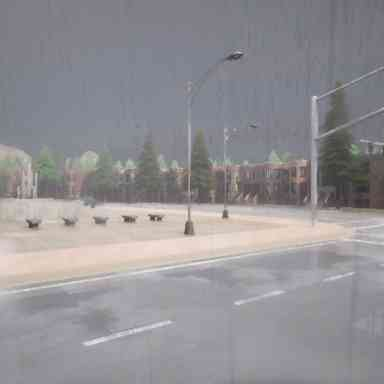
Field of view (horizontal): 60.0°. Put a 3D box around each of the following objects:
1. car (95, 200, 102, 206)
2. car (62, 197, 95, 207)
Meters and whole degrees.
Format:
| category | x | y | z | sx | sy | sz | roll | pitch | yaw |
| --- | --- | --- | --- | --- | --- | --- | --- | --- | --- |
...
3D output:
| category | x | y | z | sx | sy | sz | roll | pitch | yaw |
| --- | --- | --- | --- | --- | --- | --- | --- | --- | --- |
| car | -16.975 | 1.564 | 54.429 | 4.674 | 1.442 | 1.812 | 0 | 0 | 16 |
| car | -17.960 | 1.560 | 51.070 | 4.892 | 1.490 | 1.837 | 0 | 0 | 16 |
